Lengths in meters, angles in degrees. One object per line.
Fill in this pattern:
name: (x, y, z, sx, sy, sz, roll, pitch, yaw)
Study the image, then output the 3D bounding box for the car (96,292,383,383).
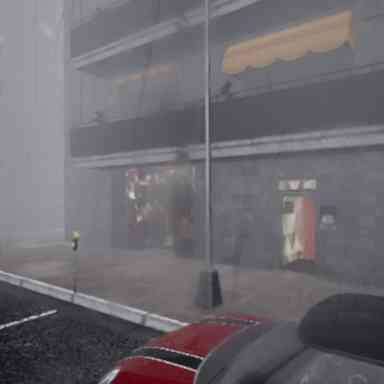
car: (1.100, 1.440, 2.096, 4.097, 1.590, 1.967, 0, 0, 36)
